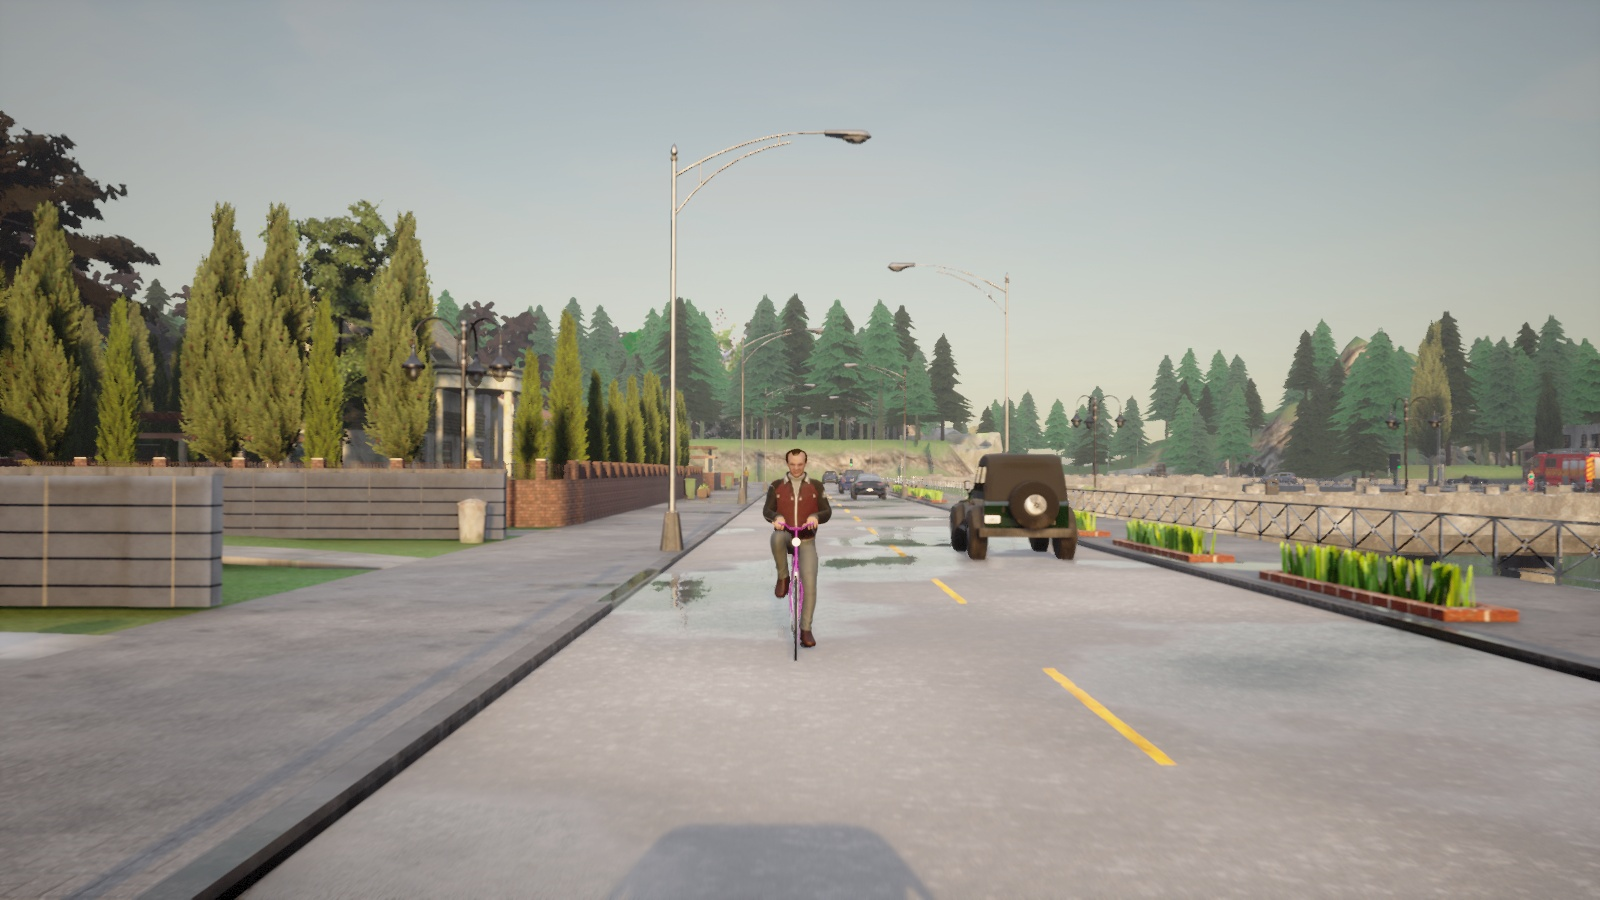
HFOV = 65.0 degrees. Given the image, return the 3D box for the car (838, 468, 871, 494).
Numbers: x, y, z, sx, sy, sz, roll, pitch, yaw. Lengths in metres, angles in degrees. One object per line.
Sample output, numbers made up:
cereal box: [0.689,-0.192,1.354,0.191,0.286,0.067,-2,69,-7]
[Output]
car: [3.792,2.141,88.574,2.097,1.767,4.553,0,-1,0]

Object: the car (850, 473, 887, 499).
car: [3.834,2.013,70.956,1.812,1.442,4.674,0,-1,0]

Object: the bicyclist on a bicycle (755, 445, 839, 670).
bicyclist on a bicycle: [-0.026,0.867,10.859,0.659,1.776,1.843,0,-1,0]

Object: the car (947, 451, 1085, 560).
car: [3.944,0.990,23.587,1.905,1.878,3.866,0,-1,0]
